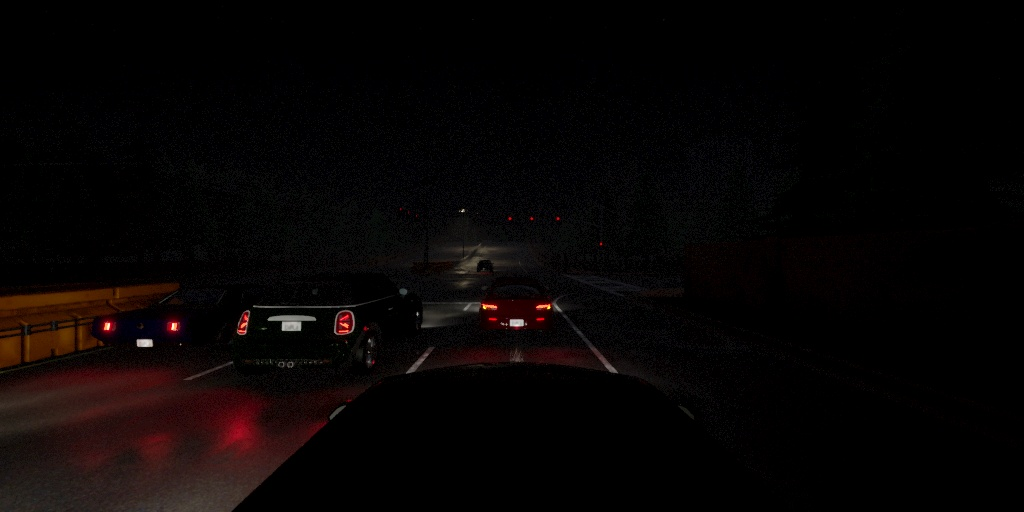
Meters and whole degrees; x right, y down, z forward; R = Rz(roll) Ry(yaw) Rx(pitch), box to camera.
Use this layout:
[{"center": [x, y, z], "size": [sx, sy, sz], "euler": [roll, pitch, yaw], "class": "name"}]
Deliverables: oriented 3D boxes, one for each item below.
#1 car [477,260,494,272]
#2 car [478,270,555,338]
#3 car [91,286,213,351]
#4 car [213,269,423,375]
[{"center": [-3.383, 1.255, 45.482], "size": [1.837, 1.490, 4.892], "euler": [0, 0, 0], "class": "car"}, {"center": [0.103, 1.276, 10.035], "size": [1.812, 1.442, 4.674], "euler": [0, 0, 0], "class": "car"}, {"center": [-6.897, 1.351, 8.963], "size": [1.895, 1.301, 4.718], "euler": [0, 0, 0], "class": "car"}, {"center": [-3.396, 1.102, 7.647], "size": [2.097, 1.767, 4.553], "euler": [0, 0, 0], "class": "car"}]
